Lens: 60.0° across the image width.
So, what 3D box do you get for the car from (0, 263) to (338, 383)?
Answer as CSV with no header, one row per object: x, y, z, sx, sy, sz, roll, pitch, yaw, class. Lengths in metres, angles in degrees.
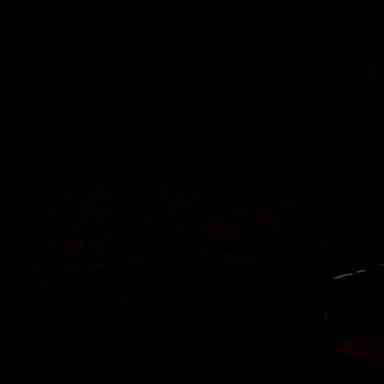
-0.722,1.548,3.364,5.357,1.411,2.033,0,0,-36,car
